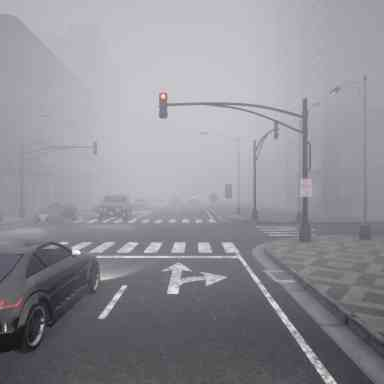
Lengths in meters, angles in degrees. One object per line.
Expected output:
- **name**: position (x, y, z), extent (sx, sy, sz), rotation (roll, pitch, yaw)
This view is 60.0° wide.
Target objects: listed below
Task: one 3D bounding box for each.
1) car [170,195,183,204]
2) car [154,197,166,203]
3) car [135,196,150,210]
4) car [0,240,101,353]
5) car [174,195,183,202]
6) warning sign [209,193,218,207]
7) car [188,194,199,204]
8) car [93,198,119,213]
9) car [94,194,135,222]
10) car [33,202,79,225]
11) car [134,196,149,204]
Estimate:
- **car**: position (-2.980, 1.444, 61.735), extent (1.882, 1.535, 5.008), rotation (0, 0, 0)
- **car**: position (-6.342, 1.564, 65.902), extent (1.895, 1.301, 4.718), rotation (0, 0, 1)
- **car**: position (-6.484, 1.586, 42.076), extent (1.895, 1.301, 4.718), rotation (0, 0, 0)
- **car**: position (-3.133, 1.564, 6.139), extent (1.994, 1.385, 4.181), rotation (0, 0, 0)
- **car**: position (-3.042, 1.457, 74.192), extent (1.837, 1.490, 4.892), rotation (0, 0, 0)
- **warning sign**: position (2.975, 1.097, 46.286), extent (1.300, 1.860, 1.060), rotation (0, 0, 0)
- **car**: position (0.268, 1.568, 60.969), extent (1.895, 1.301, 4.718), rotation (0, 0, 0)
- **car**: position (-9.746, 1.516, 37.981), extent (1.812, 1.442, 4.674), rotation (0, 0, 0)
- **car**: position (-6.140, 1.220, 26.812), extent (2.150, 2.045, 5.566), rotation (0, 0, -6)
- **car**: position (-9.784, 1.490, 24.286), extent (2.128, 1.511, 4.902), rotation (0, 0, 0)
- **car**: position (-9.612, 1.512, 63.949), extent (2.033, 1.411, 5.357), rotation (0, 0, 1)
